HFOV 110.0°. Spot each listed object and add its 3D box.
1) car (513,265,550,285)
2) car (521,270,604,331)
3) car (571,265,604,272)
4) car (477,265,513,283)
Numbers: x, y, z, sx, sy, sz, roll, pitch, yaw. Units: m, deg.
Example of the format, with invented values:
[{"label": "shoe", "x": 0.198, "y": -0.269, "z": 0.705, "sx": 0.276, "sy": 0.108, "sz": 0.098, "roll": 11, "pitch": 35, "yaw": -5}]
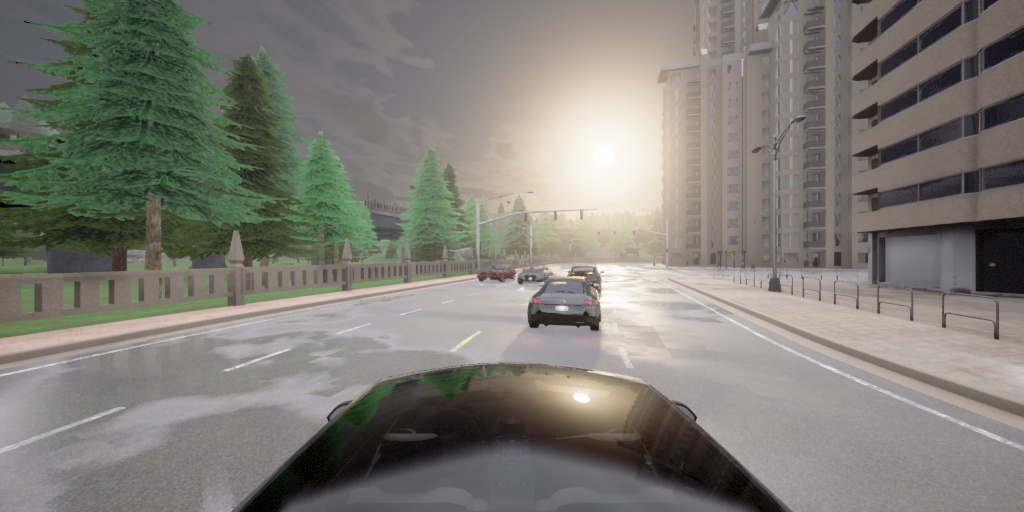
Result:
[{"label": "car", "x": 1.764, "y": 1.315, "z": 25.594, "sx": 1.994, "sy": 1.385, "sz": 4.181, "roll": 0, "pitch": 0, "yaw": 16}, {"label": "car", "x": 1.741, "y": 1.314, "z": 11.174, "sx": 1.994, "sy": 1.385, "sz": 4.181, "roll": 0, "pitch": 0, "yaw": 13}, {"label": "car", "x": 4.242, "y": 1.255, "z": 20.843, "sx": 1.837, "sy": 1.490, "sz": 4.892, "roll": 0, "pitch": 0, "yaw": 15}, {"label": "car", "x": -1.120, "y": 1.352, "z": 28.201, "sx": 1.895, "sy": 1.301, "sz": 4.718, "roll": 0, "pitch": 0, "yaw": 16}]
